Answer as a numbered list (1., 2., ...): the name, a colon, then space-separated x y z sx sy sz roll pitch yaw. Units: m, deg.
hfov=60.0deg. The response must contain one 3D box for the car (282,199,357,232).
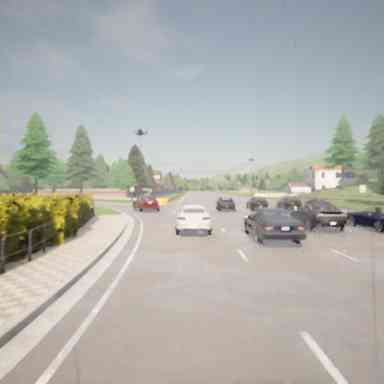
1. car: 7.099 1.364 19.126 2.128 1.511 4.902 0 0 0

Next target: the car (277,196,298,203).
1. car: 10.601 1.262 36.463 1.837 1.490 4.892 0 0 0

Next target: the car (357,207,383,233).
1. car: 10.602 1.476 18.678 1.895 1.301 4.718 0 0 0

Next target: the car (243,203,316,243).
1. car: 3.600 1.445 15.321 2.033 1.411 5.357 0 0 0

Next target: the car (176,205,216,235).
1. car: 0.086 1.405 18.024 1.812 1.442 4.674 0 0 0

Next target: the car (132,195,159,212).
1. car: -5.012 1.116 35.449 2.097 1.767 4.553 0 0 -21

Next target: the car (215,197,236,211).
1. car: 3.600 1.250 36.355 2.128 1.511 4.902 0 0 0

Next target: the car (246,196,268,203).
1. car: 7.100 1.262 36.421 1.837 1.490 4.892 0 0 0

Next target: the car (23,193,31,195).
1. car: -38.714 1.005 77.708 4.902 1.511 2.128 0 0 40
